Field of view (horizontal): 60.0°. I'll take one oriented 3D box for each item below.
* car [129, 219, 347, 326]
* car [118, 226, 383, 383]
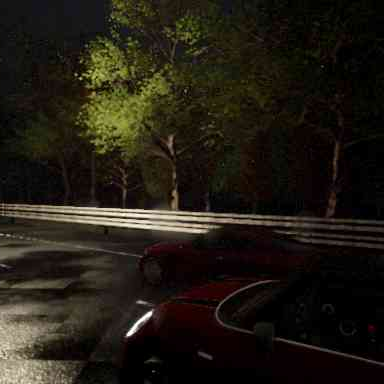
[{"bbox_3d":[0.858,1.527,7.693,4.674,1.442,1.812,0,0,36],"label":"car"},{"bbox_3d":[1.452,1.352,2.966,4.553,1.767,2.097,0,0,35],"label":"car"}]
